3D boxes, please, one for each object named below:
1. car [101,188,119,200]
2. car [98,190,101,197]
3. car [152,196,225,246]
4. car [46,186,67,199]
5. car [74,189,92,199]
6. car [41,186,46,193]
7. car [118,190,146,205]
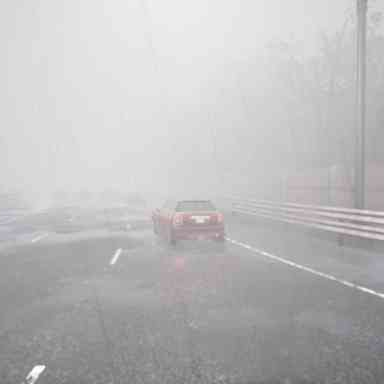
[{"bbox_3d":[-11.243,0.319,47.955,2.033,1.411,5.357,-1,2,-23],"label":"car"},{"bbox_3d":[-13.475,0.130,52.621,1.882,1.535,5.008,-1,2,-31],"label":"car"},{"bbox_3d":[-0.319,0.995,13.765,2.097,1.767,4.553,0,2,-17],"label":"car"},{"bbox_3d":[-19.951,0.223,49.644,2.128,1.511,4.902,-1,2,-30],"label":"car"},{"bbox_3d":[-16.881,0.235,51.327,2.033,1.411,5.357,-1,2,-30],"label":"car"},{"bbox_3d":[-34.694,-0.698,80.463,4.553,1.767,2.097,1,2,43],"label":"car"},{"bbox_3d":[-6.237,0.634,35.565,2.033,1.411,5.357,-1,2,-19],"label":"car"}]
